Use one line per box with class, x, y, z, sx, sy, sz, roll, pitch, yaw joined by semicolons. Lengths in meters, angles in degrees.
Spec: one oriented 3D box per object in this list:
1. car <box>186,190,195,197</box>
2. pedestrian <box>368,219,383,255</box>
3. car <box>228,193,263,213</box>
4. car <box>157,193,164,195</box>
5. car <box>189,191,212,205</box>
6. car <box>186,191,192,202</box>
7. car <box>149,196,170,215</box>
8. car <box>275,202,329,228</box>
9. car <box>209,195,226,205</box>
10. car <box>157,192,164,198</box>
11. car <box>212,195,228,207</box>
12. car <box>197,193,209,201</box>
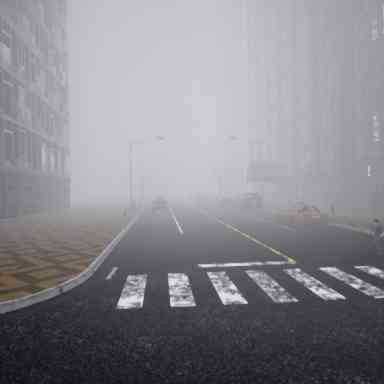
car;-0.474;0.428;93.722;2.192;1.841;5.009;0;1;-5
pedestrian;6.124;1.428;10.904;0.375;1.300;0.375;0;0;-5
car;5.328;0.974;31.941;2.192;1.841;5.009;0;1;-5
car;-4.591;1.237;47.972;1.802;1.307;4.206;0;1;-5
car;1.232;1.056;47.788;2.128;1.511;4.902;-1;1;-5
car;0.101;0.984;59.808;1.812;1.442;4.674;-1;1;-5
car;-3.008;1.366;31.119;1.947;1.339;4.313;0;1;-5
car;6.409;1.285;20.043;1.752;1.417;4.829;0;1;-5
car;3.748;1.095;48.792;1.802;1.307;4.206;0;1;-5
car;-8.285;0.746;87.297;1.967;1.590;4.097;0;1;-5
car;4.275;1.107;43.176;1.887;1.381;4.507;0;1;-5
car;2.165;0.909;65.642;1.887;1.381;4.507;0;1;-5
